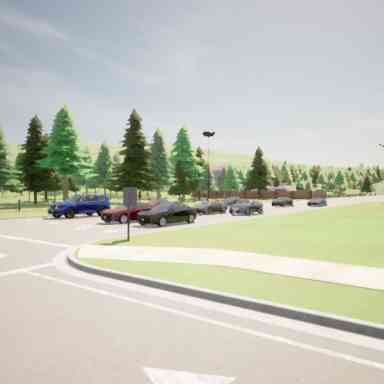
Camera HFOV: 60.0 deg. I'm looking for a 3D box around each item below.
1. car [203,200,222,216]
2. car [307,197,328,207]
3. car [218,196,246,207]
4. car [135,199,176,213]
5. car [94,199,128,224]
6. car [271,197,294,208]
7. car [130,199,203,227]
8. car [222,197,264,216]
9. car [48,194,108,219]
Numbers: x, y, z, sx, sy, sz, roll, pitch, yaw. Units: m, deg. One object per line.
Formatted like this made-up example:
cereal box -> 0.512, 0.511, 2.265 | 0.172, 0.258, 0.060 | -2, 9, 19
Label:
car -> 1.686, 1.542, 33.338 | 2.033, 1.411, 5.357 | 0, 0, 36
car -> 19.461, 1.544, 51.514 | 2.033, 1.411, 5.357 | 0, 0, 37
car -> 6.291, 1.485, 51.416 | 2.128, 1.511, 4.902 | 0, 0, 37
car -> -4.015, 1.519, 37.380 | 1.812, 1.442, 4.674 | 0, 0, 36
car -> -4.498, 1.472, 24.904 | 1.882, 1.535, 5.008 | 0, 0, 36
car -> 13.429, 1.472, 49.288 | 1.882, 1.535, 5.008 | 0, 0, 37
car -> -1.627, 1.473, 22.900 | 1.882, 1.535, 5.008 | 0, 0, 36
car -> 5.355, 1.488, 32.421 | 2.128, 1.511, 4.902 | 0, 0, 36
car -> -9.816, 1.214, 29.488 | 2.150, 2.045, 5.566 | 0, 0, 37
